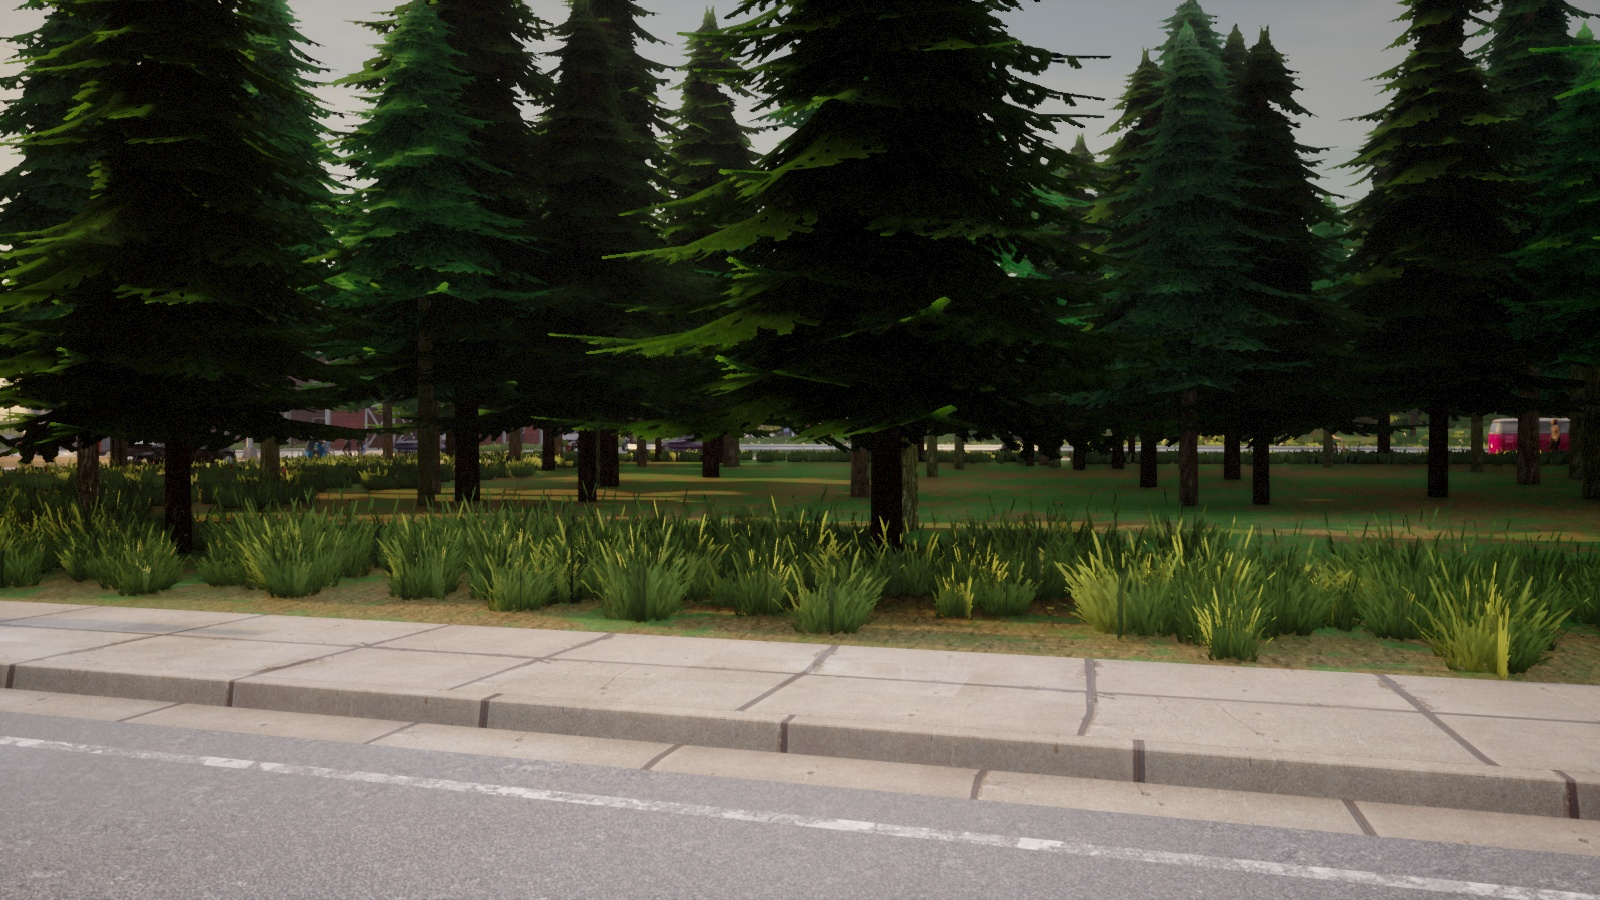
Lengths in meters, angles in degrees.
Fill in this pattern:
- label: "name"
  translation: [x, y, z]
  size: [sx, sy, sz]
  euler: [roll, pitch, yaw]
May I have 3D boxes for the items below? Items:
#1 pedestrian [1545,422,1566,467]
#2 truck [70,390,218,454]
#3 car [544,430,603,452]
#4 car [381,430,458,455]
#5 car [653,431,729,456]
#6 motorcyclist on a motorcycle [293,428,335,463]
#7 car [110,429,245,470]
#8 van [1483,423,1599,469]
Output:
- label: "pedestrian"
  translation: [31.226, -0.225, 51.881]
  size: [0.634, 1.846, 0.331]
  euler: [0, 1, 1]
- label: "truck"
  translation: [-40.800, -1.746, 78.091]
  size: [8.468, 3.827, 2.891]
  euler: [0, 1, 16]
- label: "car"
  translation: [-16.113, -0.642, 89.604]
  size: [2.163, 1.488, 4.792]
  euler: [1, 1, 17]
- label: "car"
  translation: [-23.205, -0.469, 76.594]
  size: [4.193, 1.474, 1.816]
  euler: [1, 1, 16]
- label: "car"
  translation: [-6.533, -0.391, 75.350]
  size: [4.193, 1.474, 1.816]
  euler: [0, 1, 16]
- label: "motorcyclist on a motorcycle"
  translation: [-22.386, -0.204, 57.883]
  size: [0.866, 1.590, 1.817]
  euler: [1, 1, 17]
- label: "car"
  translation: [-24.790, -0.066, 50.212]
  size: [1.882, 1.535, 5.008]
  euler: [1, 1, 17]
- label: "van"
  translation: [33.020, -0.189, 55.749]
  size: [4.442, 1.987, 1.775]
  euler: [1, 1, 19]
